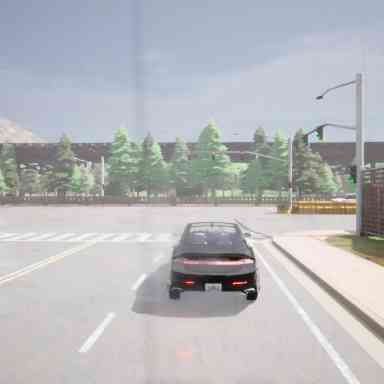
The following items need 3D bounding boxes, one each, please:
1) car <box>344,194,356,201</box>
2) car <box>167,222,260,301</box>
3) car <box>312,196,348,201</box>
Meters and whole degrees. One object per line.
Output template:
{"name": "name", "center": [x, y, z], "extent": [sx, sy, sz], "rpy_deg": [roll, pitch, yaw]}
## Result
{"name": "car", "center": [19.831, 1.222, 41.332], "extent": [5.566, 2.045, 2.150], "rpy_deg": [0, 0, 2]}
{"name": "car", "center": [0.511, 1.492, 8.374], "extent": [2.128, 1.511, 4.902], "rpy_deg": [0, 0, 3]}
{"name": "car", "center": [14.550, 1.491, 37.950], "extent": [4.902, 1.511, 2.128], "rpy_deg": [0, 0, 1]}
